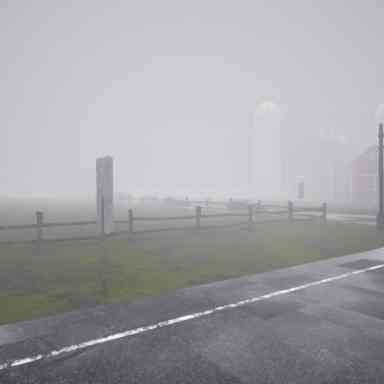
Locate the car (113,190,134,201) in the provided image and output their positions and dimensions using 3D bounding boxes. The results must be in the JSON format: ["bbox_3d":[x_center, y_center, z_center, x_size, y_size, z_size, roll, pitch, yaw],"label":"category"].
[{"bbox_3d":[-12.478,0.704,59.726,2.150,2.045,5.566,-1,1,-36],"label":"car"}]

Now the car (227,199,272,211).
[{"bbox_3d":[5.837,1.383,34.145,1.895,1.301,4.718,-1,1,-36],"label":"car"}]

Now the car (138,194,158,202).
[{"bbox_3d":[-7.677,1.063,57.954,1.994,1.385,4.181,-1,1,-36],"label":"car"}]

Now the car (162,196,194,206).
[{"bbox_3d":[-2.001,1.204,45.033,2.033,1.411,5.357,-1,1,-36],"label":"car"}]
